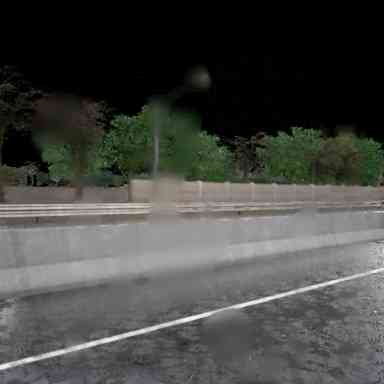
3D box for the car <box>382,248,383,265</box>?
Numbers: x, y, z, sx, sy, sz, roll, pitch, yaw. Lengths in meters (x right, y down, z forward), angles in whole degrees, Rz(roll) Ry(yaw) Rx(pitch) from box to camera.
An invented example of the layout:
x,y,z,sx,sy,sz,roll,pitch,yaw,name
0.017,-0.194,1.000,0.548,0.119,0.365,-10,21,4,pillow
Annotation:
x,y,z,sx,sy,sz,roll,pitch,yaw,name
7.424,1.344,9.095,5.566,2.045,2.150,0,0,-35,car
